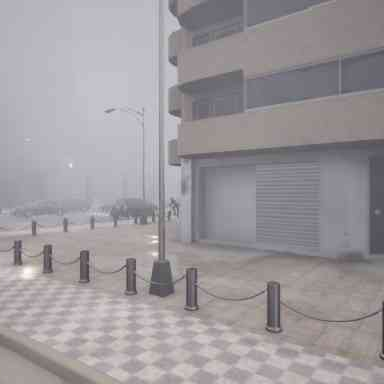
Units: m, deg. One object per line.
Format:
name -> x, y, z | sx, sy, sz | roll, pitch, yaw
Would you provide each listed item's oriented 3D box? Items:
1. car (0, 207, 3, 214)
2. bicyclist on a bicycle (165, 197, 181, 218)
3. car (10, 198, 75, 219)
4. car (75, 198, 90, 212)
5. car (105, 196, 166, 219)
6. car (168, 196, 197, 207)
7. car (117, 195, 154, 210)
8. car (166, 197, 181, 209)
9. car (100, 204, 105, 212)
car -> -18.580, 1.545, 27.608 | 1.895, 1.301, 4.718 | 0, 0, 36
bicyclist on a bicycle -> -1.503, 1.246, 26.473 | 1.656, 1.620, 0.582 | 0, 0, 36
car -> -13.203, 1.436, 29.043 | 2.128, 1.511, 4.902 | 0, 0, 36
car -> -13.100, 1.449, 35.149 | 1.837, 1.490, 4.892 | 0, 0, 36
car -> -4.731, 1.296, 28.464 | 2.097, 1.767, 4.553 | 0, 0, 36
car -> -1.382, 1.449, 51.286 | 1.837, 1.490, 4.892 | 0, 0, 36
car -> -7.236, 1.296, 43.234 | 2.097, 1.767, 4.553 | 0, 0, 36
car -> -2.118, 1.508, 44.334 | 1.994, 1.385, 4.181 | 0, 0, 36
car -> -7.972, 1.508, 36.262 | 1.994, 1.385, 4.181 | 0, 0, 36
